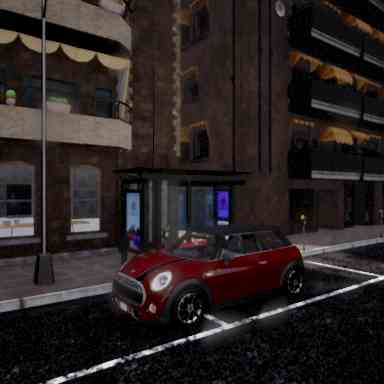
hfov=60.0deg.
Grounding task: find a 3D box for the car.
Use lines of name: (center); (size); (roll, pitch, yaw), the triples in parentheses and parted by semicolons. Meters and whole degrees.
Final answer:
car: (0.439, 1.438, 6.887); (4.097, 1.590, 1.967); (0, 0, -36)
